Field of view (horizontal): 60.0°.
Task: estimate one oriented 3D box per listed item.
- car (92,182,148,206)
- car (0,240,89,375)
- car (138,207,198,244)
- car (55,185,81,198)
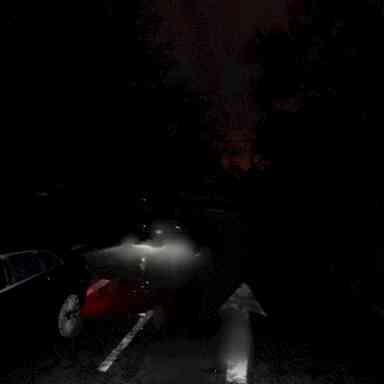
[{"bbox_3d":[-7.147,0.175,33.126,5.566,2.045,2.150,5,0,20],"label":"car"},{"bbox_3d":[-2.855,1.366,3.616,2.128,1.511,4.902,2,0,8],"label":"car"},{"bbox_3d":[-0.922,1.404,14.955,1.994,1.385,4.181,2,1,9],"label":"car"},{"bbox_3d":[-13.430,-0.104,38.058,4.674,1.442,1.812,5,0,12],"label":"car"}]
